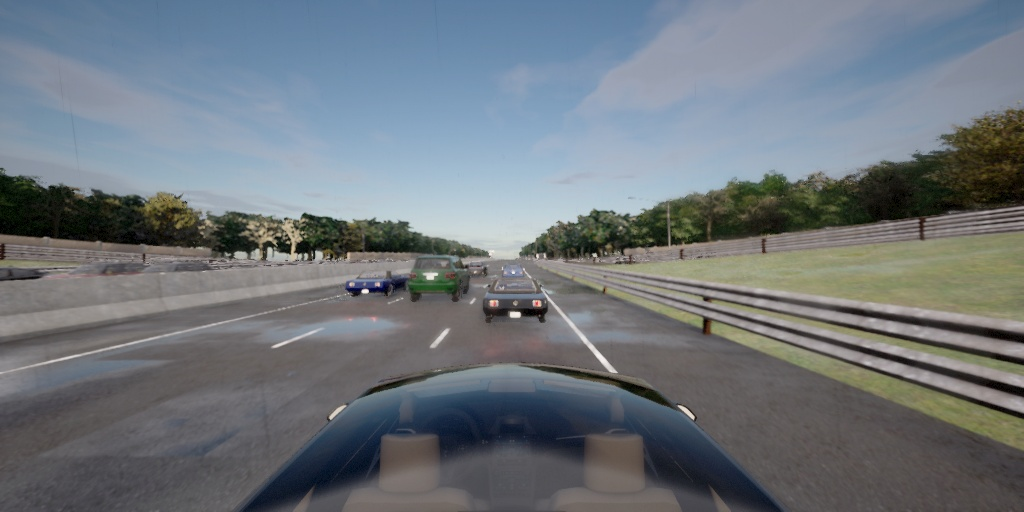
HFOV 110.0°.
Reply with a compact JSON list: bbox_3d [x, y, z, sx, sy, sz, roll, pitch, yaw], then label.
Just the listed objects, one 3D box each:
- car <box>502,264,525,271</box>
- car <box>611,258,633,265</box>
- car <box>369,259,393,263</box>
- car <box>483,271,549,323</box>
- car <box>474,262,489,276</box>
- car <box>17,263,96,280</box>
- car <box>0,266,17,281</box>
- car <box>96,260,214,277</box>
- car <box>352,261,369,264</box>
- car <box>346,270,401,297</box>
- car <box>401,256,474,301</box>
[{"bbox_3d":[0.101,1.341,30.188,2.033,1.411,5.357,0,0,0],"label":"car"},{"bbox_3d":[18.939,0.892,61.903,1.837,1.490,4.892,0,-2,-16],"label":"car"},{"bbox_3d":[-21.039,1.304,59.105,2.128,1.511,4.902,0,0,1],"label":"car"},{"bbox_3d":[0.101,1.369,12.286,1.895,1.301,4.718,0,0,0],"label":"car"},{"bbox_3d":[-3.398,1.290,35.655,2.128,1.511,4.902,0,0,0],"label":"car"},{"bbox_3d":[-21.096,1.129,18.397,2.097,1.767,4.553,0,0,0],"label":"car"},{"bbox_3d":[-24.598,1.252,16.782,1.882,1.535,5.008,0,0,0],"label":"car"},{"bbox_3d":[-17.597,1.129,18.425,2.097,1.767,4.553,0,0,0],"label":"car"},{"bbox_3d":[-24.529,1.412,58.670,1.895,1.301,4.718,0,0,1],"label":"car"},{"bbox_3d":[-6.898,1.380,19.093,1.895,1.301,4.718,0,0,0],"label":"car"},{"bbox_3d":[-3.398,0.999,17.616,2.150,2.045,5.566,0,0,0],"label":"car"}]
